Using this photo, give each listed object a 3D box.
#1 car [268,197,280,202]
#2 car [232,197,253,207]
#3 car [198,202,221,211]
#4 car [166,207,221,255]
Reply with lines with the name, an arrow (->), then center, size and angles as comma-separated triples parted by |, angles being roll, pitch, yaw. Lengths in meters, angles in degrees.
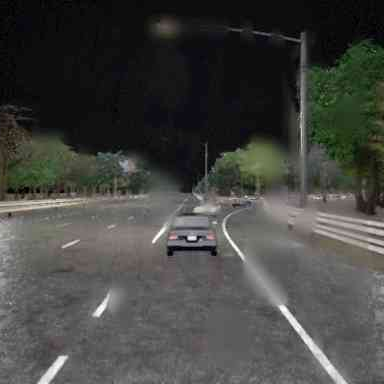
car -> 16.099, 1.541, 64.425 | 1.895, 1.301, 4.718 | 0, 0, 36
car -> 7.547, 1.516, 49.535 | 2.033, 1.411, 5.357 | 0, 0, 25
car -> 1.563, 1.584, 30.657 | 1.895, 1.301, 4.718 | 0, 0, 11
car -> 0.020, 1.540, 13.292 | 2.033, 1.411, 5.357 | 0, 0, 0
